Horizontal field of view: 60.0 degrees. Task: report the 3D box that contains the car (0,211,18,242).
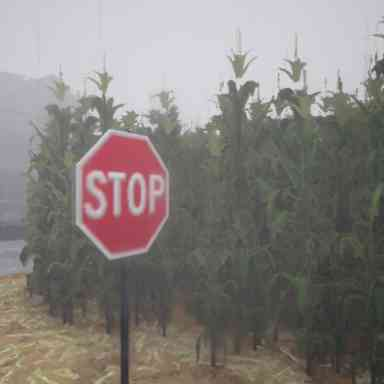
[{"bbox_3d":[-7.804,1.509,14.744,1.895,1.301,4.718,0,0,36],"label":"car"}]
